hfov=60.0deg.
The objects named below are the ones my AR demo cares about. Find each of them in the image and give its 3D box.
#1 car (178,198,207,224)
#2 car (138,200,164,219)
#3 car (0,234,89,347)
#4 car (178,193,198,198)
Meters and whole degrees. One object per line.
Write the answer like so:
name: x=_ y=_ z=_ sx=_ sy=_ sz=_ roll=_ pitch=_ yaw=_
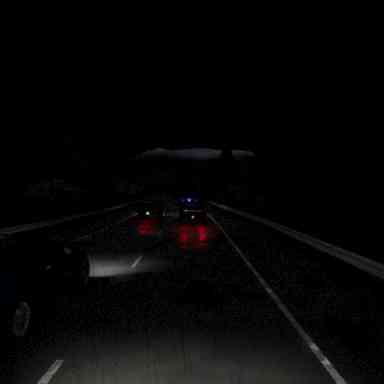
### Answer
car: x=0.036 y=1.432 z=24.150 sx=2.128 sy=1.511 sz=4.902 roll=0 pitch=0 yaw=-1
car: x=-3.545 y=1.435 z=28.799 sx=1.837 sy=1.490 sz=4.892 roll=0 pitch=0 yaw=-1
car: x=-3.399 y=1.511 z=6.152 sx=1.812 sy=1.442 sz=4.674 roll=0 pitch=0 yaw=0
car: x=-0.462 y=1.118 z=41.236 sx=2.150 sy=2.045 sz=5.566 roll=0 pitch=0 yaw=-3
